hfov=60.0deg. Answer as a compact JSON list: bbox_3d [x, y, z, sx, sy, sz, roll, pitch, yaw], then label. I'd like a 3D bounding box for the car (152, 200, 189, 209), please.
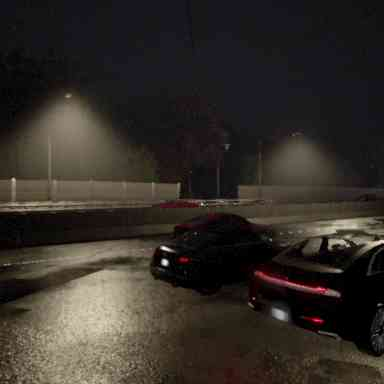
[{"bbox_3d":[-1.539,1.578,33.166,5.008,1.535,1.882,0,0,-36],"label":"car"}]

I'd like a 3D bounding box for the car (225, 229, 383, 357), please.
[{"bbox_3d":[3.193,1.503,6.086,4.902,1.511,2.128,0,0,-36],"label":"car"}]

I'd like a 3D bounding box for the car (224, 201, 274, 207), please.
[{"bbox_3d":[5.630,1.568,29.717,4.902,1.511,2.128,0,0,-36],"label":"car"}]

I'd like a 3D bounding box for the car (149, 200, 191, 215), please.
[{"bbox_3d":[-2.388,1.677,36.871,4.181,1.385,1.994,0,0,-36],"label":"car"}]

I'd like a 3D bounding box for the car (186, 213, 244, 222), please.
[{"bbox_3d":[1.347,1.562,13.396,4.674,1.442,1.812,0,0,-36],"label":"car"}]

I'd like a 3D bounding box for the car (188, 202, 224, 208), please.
[{"bbox_3d":[2.358,1.689,31.671,4.718,1.301,1.895,0,0,-36],"label":"car"}]

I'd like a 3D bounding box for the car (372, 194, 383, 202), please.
[{"bbox_3d":[34.806,1.646,59.410,4.892,1.490,1.837,0,0,-36],"label":"car"}]

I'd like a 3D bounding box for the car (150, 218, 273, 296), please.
[{"bbox_3d":[1.007,1.588,8.822,4.181,1.385,1.994,0,0,-36],"label":"car"}]

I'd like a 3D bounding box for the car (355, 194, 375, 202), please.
[{"bbox_3d":[32.694,1.384,62.203,5.566,2.045,2.150,0,0,-36],"label":"car"}]
